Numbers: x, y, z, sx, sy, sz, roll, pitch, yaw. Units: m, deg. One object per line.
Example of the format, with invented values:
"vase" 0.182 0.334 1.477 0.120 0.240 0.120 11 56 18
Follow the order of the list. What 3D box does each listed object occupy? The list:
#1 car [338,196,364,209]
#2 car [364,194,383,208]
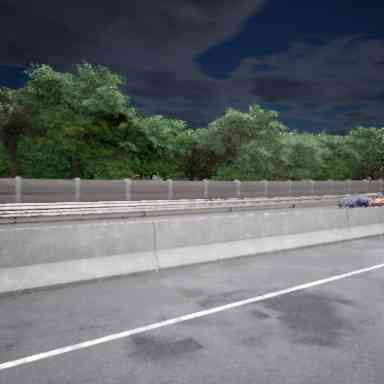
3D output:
"car" 18.708 1.144 38.051 4.674 1.442 1.812 -1 1 -33
"car" 20.695 0.972 35.167 4.553 1.767 2.097 -1 1 -33
